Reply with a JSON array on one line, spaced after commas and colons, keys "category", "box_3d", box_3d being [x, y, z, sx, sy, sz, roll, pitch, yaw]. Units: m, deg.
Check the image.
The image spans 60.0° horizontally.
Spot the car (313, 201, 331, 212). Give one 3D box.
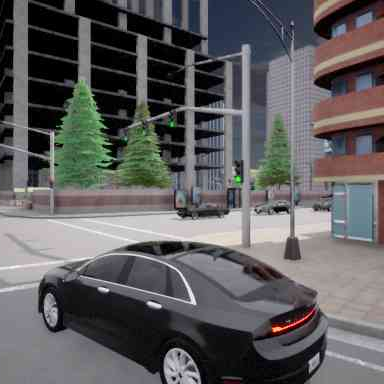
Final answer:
[{"category": "car", "box_3d": [16.675, 1.407, 40.274, 4.553, 1.767, 2.097, 0, 0, -35]}]

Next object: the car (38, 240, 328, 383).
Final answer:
[{"category": "car", "box_3d": [-0.562, 1.505, 5.030, 4.892, 1.490, 1.837, 0, 0, 41]}]

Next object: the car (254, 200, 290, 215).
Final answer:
[{"category": "car", "box_3d": [8.582, 1.547, 34.515, 4.902, 1.511, 2.128, 0, 0, -36]}]

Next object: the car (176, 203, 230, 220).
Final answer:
[{"category": "car", "box_3d": [0.994, 1.656, 29.092, 4.718, 1.301, 1.895, 0, 0, -36]}]
